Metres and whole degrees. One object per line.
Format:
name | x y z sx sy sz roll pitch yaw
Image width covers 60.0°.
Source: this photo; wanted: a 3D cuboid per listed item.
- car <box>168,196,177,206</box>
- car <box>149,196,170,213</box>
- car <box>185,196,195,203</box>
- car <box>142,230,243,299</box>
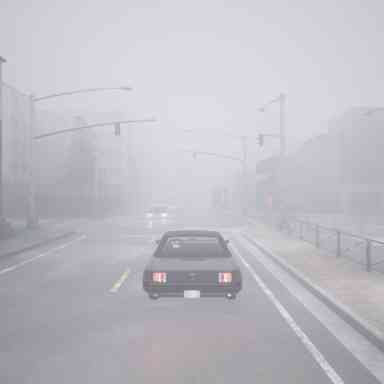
car | -3.939 1.505 53.702 1.837 1.490 4.892 0 0 0
car | -3.718 1.526 36.692 1.812 1.442 4.674 0 0 -3
car | -0.433 1.491 66.649 2.128 1.511 4.902 0 0 0
car | 0.012 1.601 8.367 1.895 1.301 4.718 0 0 0
